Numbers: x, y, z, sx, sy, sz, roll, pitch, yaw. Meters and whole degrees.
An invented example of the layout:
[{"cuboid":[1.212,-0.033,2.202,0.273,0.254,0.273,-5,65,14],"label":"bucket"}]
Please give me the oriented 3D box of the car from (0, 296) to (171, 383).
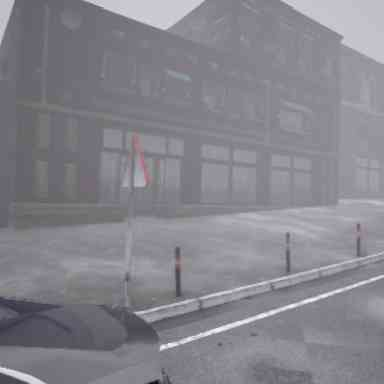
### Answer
[{"cuboid":[-2.396,1.495,1.673,4.902,1.511,2.128,0,0,-35],"label":"car"}]
